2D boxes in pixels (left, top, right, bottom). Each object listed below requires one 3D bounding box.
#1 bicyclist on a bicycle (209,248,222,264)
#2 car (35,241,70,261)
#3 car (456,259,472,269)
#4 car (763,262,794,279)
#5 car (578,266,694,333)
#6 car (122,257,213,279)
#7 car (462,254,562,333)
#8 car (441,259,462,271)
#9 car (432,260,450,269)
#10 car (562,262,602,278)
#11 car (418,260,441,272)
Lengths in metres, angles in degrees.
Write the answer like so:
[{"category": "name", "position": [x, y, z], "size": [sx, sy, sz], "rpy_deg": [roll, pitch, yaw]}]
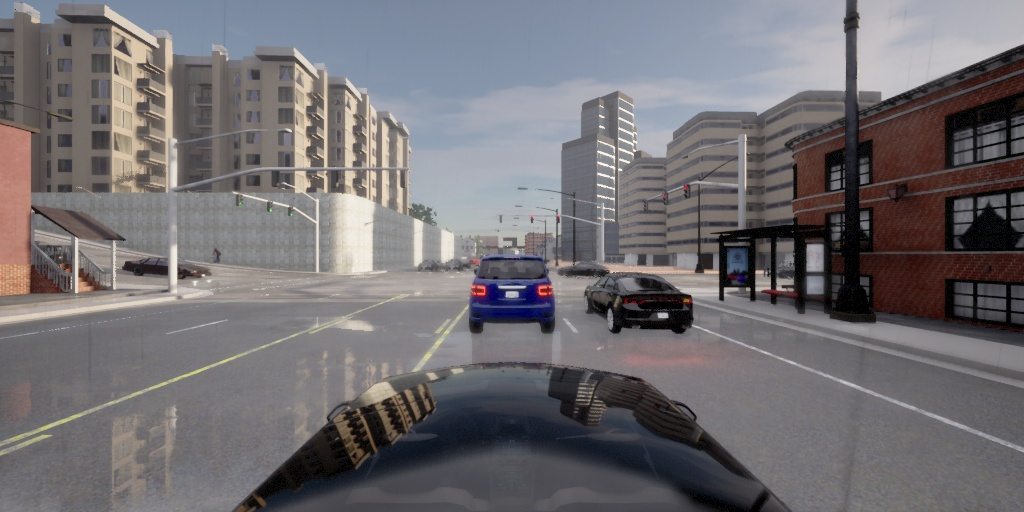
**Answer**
[{"category": "bicyclist on a bicycle", "position": [-31.073, 0.029, 37.679], "size": [0.582, 1.620, 1.656], "rpy_deg": [6, 0, 0]}, {"category": "car", "position": [-35.482, -0.392, 26.615], "size": [4.181, 1.385, 1.994], "rpy_deg": [10, 0, -1]}, {"category": "car", "position": [-7.602, 1.228, 56.760], "size": [1.882, 1.535, 5.008], "rpy_deg": [0, 0, 0]}, {"category": "car", "position": [24.487, 1.241, 31.074], "size": [4.902, 1.511, 2.128], "rpy_deg": [0, 0, -1]}, {"category": "car", "position": [3.494, 1.228, 10.798], "size": [1.882, 1.535, 5.008], "rpy_deg": [0, 0, 0]}, {"category": "car", "position": [-25.632, 0.837, 26.738], "size": [5.357, 1.411, 2.033], "rpy_deg": [5, 0, -1]}, {"category": "car", "position": [-0.007, 0.971, 10.858], "size": [2.150, 2.045, 5.566], "rpy_deg": [0, 0, 0]}, {"category": "car", "position": [-7.520, 1.241, 47.329], "size": [2.128, 1.511, 4.902], "rpy_deg": [0, 0, 0]}, {"category": "car", "position": [-11.104, 1.351, 56.491], "size": [1.895, 1.301, 4.718], "rpy_deg": [0, 0, 0]}, {"category": "car", "position": [6.546, 1.275, 32.712], "size": [4.674, 1.442, 1.812], "rpy_deg": [0, 1, 25]}, {"category": "car", "position": [-11.017, 1.241, 47.227], "size": [2.128, 1.511, 4.902], "rpy_deg": [0, 0, 0]}]
